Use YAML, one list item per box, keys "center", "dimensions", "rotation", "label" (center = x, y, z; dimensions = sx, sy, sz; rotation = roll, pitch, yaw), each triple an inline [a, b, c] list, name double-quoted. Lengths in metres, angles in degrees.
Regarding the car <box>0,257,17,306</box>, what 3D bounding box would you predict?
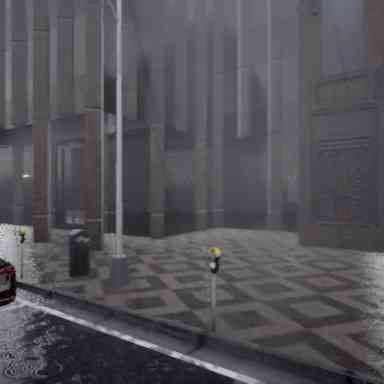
- center: [-5.309, 1.648, 6.861]
  dimensions: [4.313, 1.339, 1.947]
  rotation: [-1, 0, 36]
  label: "car"
